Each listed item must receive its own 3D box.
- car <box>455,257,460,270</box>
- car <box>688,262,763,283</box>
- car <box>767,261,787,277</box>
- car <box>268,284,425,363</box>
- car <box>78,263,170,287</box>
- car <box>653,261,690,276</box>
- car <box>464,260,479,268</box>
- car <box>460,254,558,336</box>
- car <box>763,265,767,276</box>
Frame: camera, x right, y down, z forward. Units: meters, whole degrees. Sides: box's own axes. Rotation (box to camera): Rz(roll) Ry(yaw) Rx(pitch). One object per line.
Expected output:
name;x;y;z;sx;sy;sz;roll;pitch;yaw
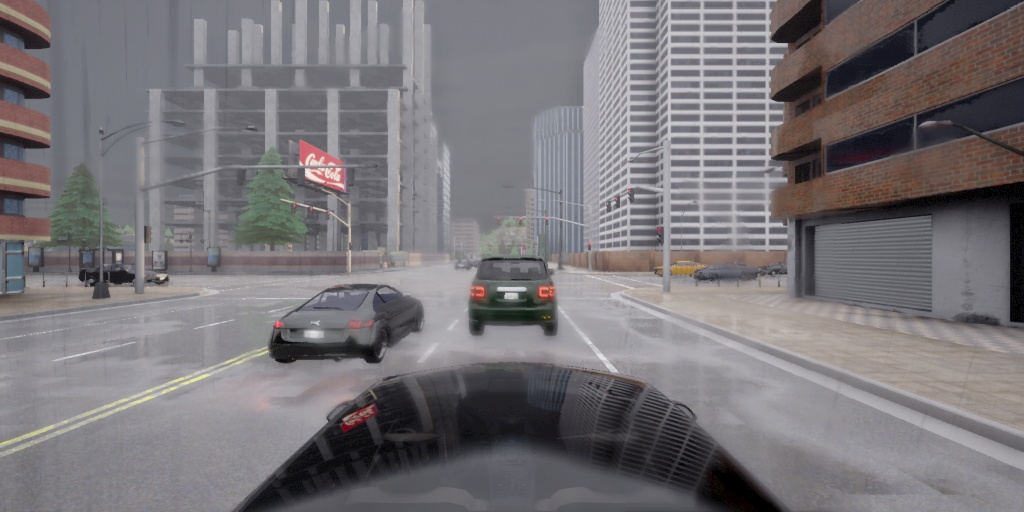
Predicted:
car;-6.822;1.241;50.693;2.128;1.511;4.902;0;0;0
car;16.362;1.314;27.613;4.181;1.385;1.994;0;0;1
car;26.241;1.241;34.733;4.902;1.511;2.128;0;0;0
car;-3.375;1.314;8.156;1.994;1.385;4.181;0;0;0
car;-25.911;1.241;24.062;4.902;1.511;2.128;0;0;0
car;16.305;1.227;34.746;5.008;1.535;1.882;0;0;0
car;-6.742;1.313;60.694;1.994;1.385;4.181;0;0;1
car;0.102;0.971;10.543;2.150;2.045;5.566;0;0;2
car;18.782;1.241;31.245;4.902;1.511;2.128;0;0;0
